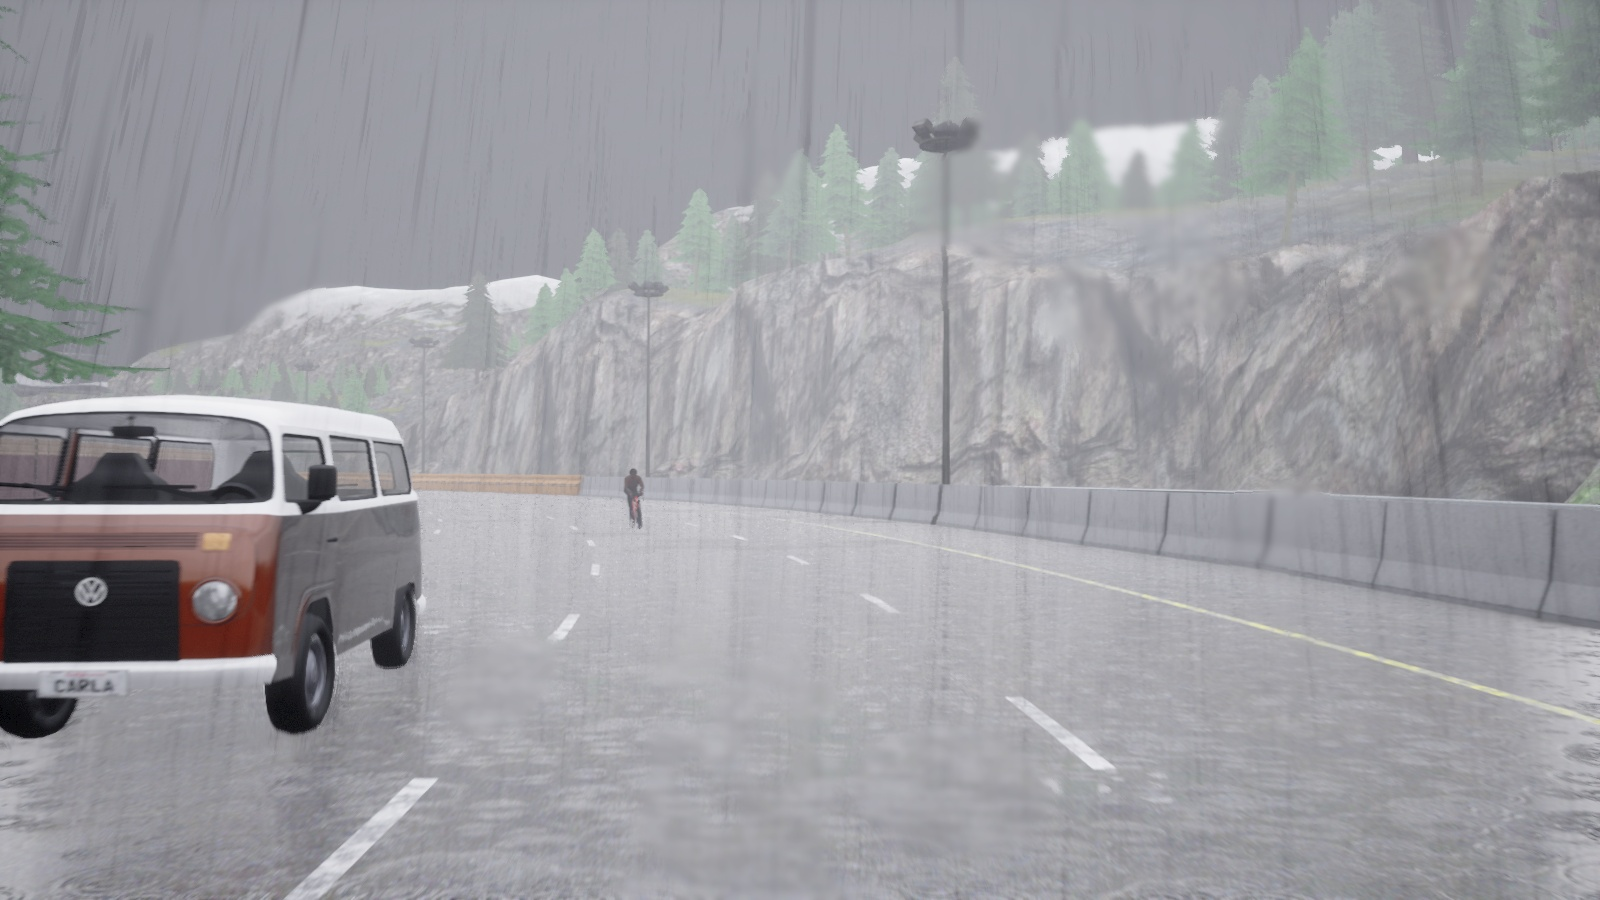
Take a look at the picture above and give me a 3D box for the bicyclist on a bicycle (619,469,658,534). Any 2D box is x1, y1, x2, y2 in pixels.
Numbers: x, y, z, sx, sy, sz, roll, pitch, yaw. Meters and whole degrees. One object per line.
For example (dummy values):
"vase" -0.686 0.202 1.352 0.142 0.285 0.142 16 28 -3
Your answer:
"bicyclist on a bicycle" -4.281 1.341 33.159 0.582 1.620 1.656 -5 1 -18

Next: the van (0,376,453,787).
"van" -3.810 0.699 8.508 2.069 2.038 4.480 0 -1 -6
